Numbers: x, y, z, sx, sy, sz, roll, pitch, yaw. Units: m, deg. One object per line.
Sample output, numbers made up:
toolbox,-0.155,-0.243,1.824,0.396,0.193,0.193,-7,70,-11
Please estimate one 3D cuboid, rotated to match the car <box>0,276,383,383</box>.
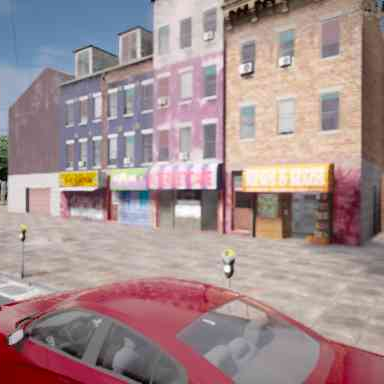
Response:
car,-0.540,1.533,3.196,4.507,1.381,1.887,0,0,36
